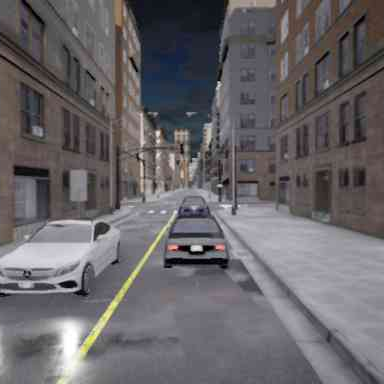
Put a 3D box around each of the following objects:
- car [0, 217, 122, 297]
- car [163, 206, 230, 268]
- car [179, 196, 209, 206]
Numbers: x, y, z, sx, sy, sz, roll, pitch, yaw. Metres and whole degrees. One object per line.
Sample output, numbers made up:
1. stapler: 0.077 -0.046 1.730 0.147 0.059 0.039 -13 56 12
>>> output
1. car: -3.018 1.406 8.434 1.812 1.442 4.674 0 1 1
2. car: 0.115 1.396 10.688 2.033 1.411 5.357 0 1 0
3. car: 0.134 1.026 23.272 2.097 1.767 4.553 0 1 0
